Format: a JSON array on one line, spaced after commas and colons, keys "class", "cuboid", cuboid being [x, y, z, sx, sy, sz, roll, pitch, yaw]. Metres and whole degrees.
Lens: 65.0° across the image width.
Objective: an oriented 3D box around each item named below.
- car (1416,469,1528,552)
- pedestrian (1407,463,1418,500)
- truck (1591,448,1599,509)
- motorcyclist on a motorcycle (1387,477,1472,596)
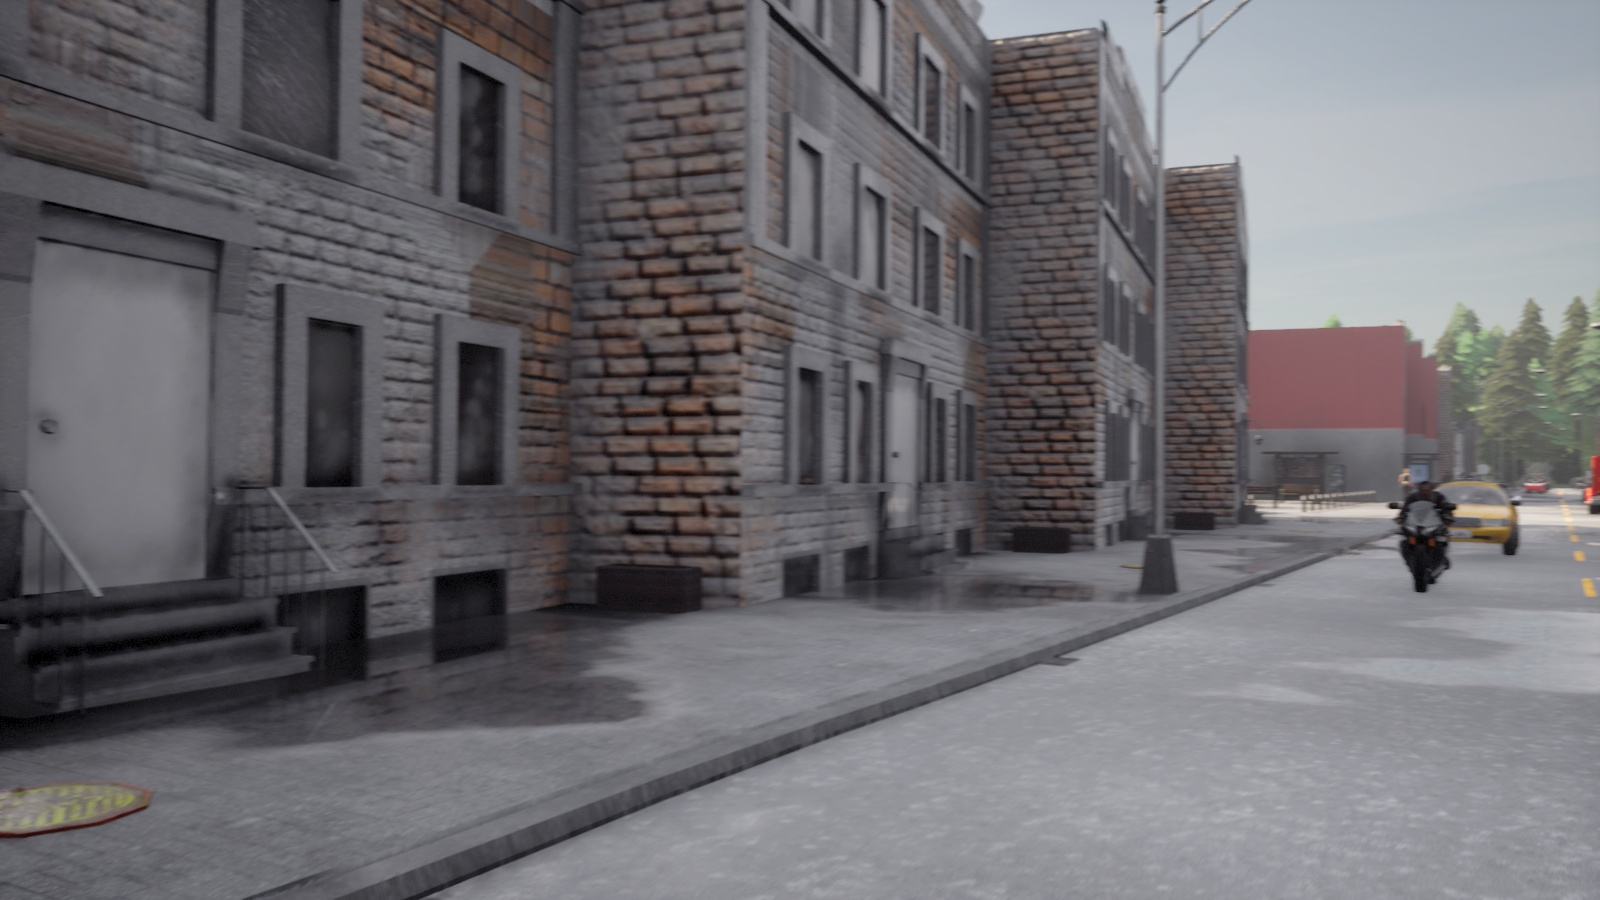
[{"class": "car", "cuboid": [14.303, 1.196, 26.586, 1.801, 1.575, 5.366, -1, -1, 31]}, {"class": "pedestrian", "cuboid": [30.275, 1.553, 62.081, 0.345, 1.836, 0.594, -1, -1, 37]}, {"class": "truck", "cuboid": [34.802, 1.202, 52.707, 2.627, 2.467, 5.204, -1, -1, 31]}, {"class": "motorcyclist on a motorcycle", "cuboid": [8.766, 1.140, 17.437, 0.866, 1.530, 2.191, -1, -1, 31]}]
